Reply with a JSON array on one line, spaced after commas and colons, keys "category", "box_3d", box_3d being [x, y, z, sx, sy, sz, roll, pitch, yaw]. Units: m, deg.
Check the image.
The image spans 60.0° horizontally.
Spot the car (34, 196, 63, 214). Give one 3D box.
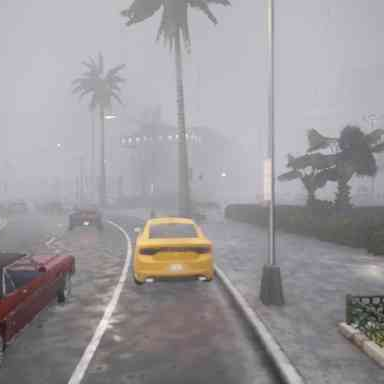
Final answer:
[{"category": "car", "box_3d": [-15.302, 1.508, 35.435, 1.837, 1.490, 4.892, 1, 0, -40]}]

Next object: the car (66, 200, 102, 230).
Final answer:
[{"category": "car", "box_3d": [-6.807, 1.508, 21.077, 1.837, 1.490, 4.892, 0, 0, -20]}]

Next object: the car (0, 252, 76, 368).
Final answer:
[{"category": "car", "box_3d": [-3.335, 1.601, 5.214, 1.895, 1.301, 4.718, 0, 0, -4]}]

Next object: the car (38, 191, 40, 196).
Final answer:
[{"category": "car", "box_3d": [-33.753, 1.259, 69.041, 4.553, 1.767, 2.185, 0, 0, 24]}]

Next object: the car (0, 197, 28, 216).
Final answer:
[{"category": "car", "box_3d": [-17.671, 1.493, 32.856, 2.128, 1.511, 4.902, 0, 0, -40]}]

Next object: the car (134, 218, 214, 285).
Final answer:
[{"category": "car", "box_3d": [-0.645, 1.479, 9.657, 1.882, 1.535, 5.008, 0, 0, -7]}]

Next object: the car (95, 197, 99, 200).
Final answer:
[{"category": "car", "box_3d": [-26.424, 1.586, 85.591, 4.718, 1.301, 1.895, 0, 0, 24]}]
